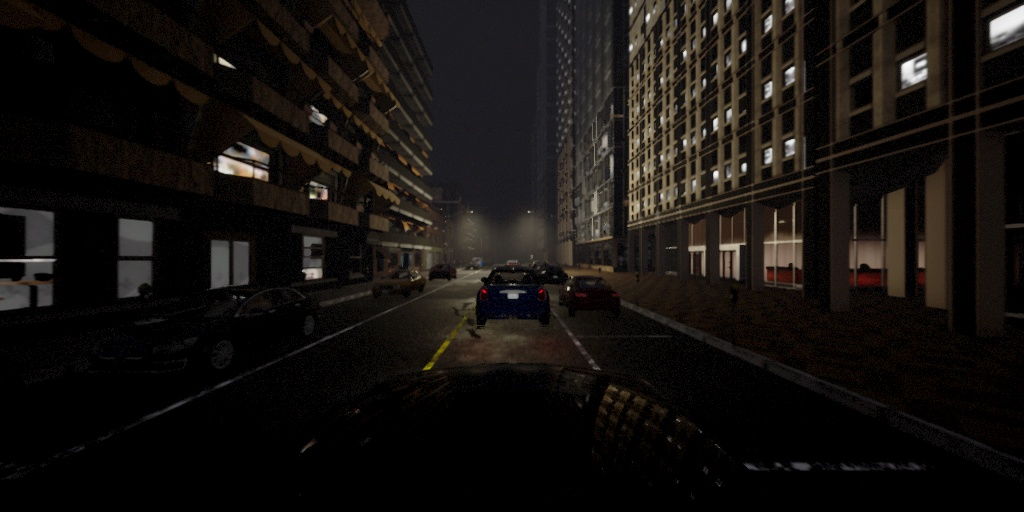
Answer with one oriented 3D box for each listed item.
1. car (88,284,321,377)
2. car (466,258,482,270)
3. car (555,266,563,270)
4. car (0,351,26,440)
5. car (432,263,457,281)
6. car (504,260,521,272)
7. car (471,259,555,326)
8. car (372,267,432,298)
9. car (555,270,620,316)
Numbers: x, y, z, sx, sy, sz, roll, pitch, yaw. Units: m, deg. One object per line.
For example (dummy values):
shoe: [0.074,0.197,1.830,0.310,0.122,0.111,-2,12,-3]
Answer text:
car: [-5.692,1.304,7.384,2.007,1.370,4.403,0,0,0]
car: [-5.696,1.369,52.573,1.948,1.339,4.313,0,0,0]
car: [2.687,1.335,24.330,1.948,1.339,4.313,0,0,0]
car: [-5.692,1.316,1.736,1.948,1.339,4.313,0,0,0]
car: [-5.693,1.321,29.979,1.888,1.381,4.507,0,0,0]
car: [0.096,1.290,48.182,2.128,1.511,4.902,0,0,0]
car: [0.018,1.109,11.836,2.097,1.767,4.553,0,0,0]
car: [-5.693,1.289,18.511,1.751,1.417,4.829,0,0,0]
car: [2.688,1.340,13.033,1.802,1.307,4.207,0,0,0]
